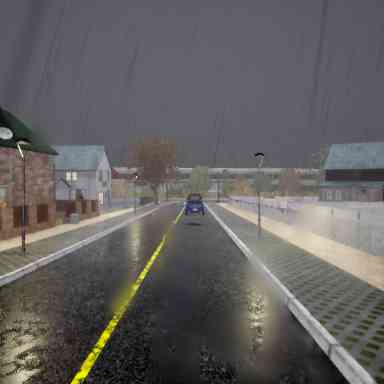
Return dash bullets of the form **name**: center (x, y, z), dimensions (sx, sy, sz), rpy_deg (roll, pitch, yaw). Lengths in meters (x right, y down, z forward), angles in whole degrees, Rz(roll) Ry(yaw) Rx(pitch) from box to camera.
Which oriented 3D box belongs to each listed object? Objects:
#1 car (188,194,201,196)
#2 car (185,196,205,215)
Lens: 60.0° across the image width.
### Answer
- **car**: center (0.351, 1.221, 44.141), dimensions (2.150, 2.045, 5.566), rpy_deg (0, 0, 0)
- **car**: center (0.292, 1.469, 33.604), dimensions (1.882, 1.535, 5.008), rpy_deg (0, 0, 0)
